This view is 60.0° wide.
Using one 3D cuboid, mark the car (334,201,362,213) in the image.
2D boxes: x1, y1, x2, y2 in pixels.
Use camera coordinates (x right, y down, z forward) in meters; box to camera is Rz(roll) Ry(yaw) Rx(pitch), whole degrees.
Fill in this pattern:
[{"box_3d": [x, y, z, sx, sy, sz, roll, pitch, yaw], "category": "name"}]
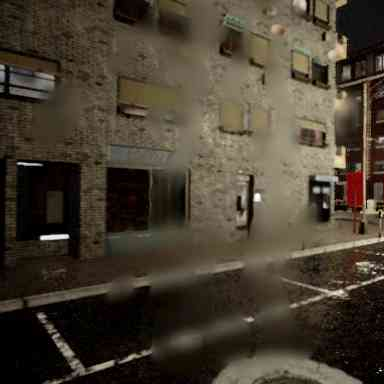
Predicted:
[{"box_3d": [16.889, 1.604, 37.018, 1.947, 1.339, 4.313, 1, -1, -35], "category": "car"}]
